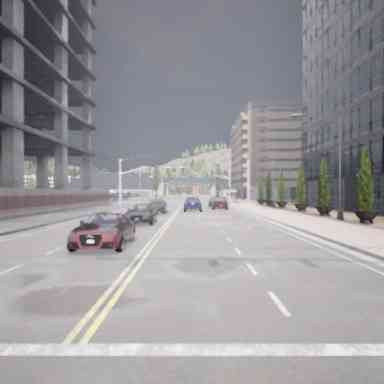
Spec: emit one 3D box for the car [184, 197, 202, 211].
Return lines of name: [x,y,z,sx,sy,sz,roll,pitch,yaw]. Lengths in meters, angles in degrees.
car: [0.101,1.349,39.845,2.097,1.767,4.553,0,0,0]

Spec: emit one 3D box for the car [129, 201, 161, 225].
car: [-3.564,1.562,23.631,1.994,1.385,4.181,0,0,0]

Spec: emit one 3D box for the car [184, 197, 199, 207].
car: [-0.149,1.543,53.586,2.033,1.411,5.357,0,0,-4]

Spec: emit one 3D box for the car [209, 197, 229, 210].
car: [3.502,1.474,42.191,1.882,1.535,5.008,0,0,0]

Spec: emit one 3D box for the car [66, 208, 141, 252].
car: [-3.576,1.563,13.746,1.994,1.385,4.181,0,0,1]

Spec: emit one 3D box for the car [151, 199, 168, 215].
car: [-3.548,1.503,34.405,1.837,1.490,4.892,0,0,0]
